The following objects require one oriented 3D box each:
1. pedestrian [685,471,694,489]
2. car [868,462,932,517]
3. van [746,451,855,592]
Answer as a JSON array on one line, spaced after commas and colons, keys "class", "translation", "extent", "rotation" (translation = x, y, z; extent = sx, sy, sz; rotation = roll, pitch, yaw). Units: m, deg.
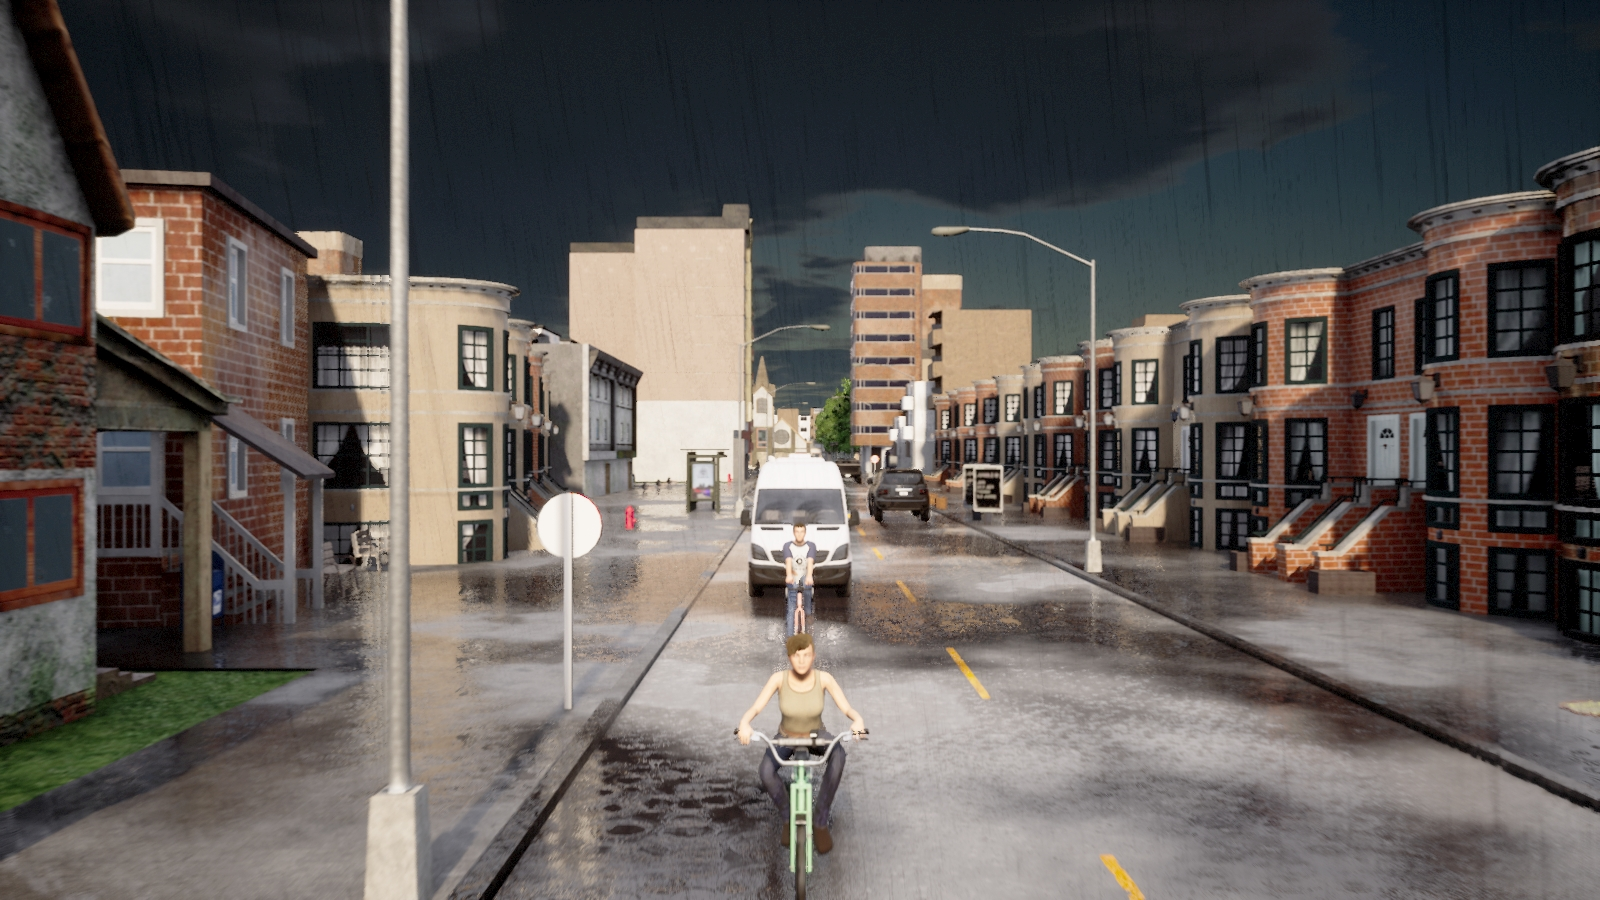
[{"class": "pedestrian", "translation": [-7.032, 1.908, 72.538], "extent": [0.500, 1.100, 0.500], "rotation": [0, 0, 7]}, {"class": "car", "translation": [4.003, 1.558, 46.702], "extent": [2.150, 2.045, 5.566], "rotation": [0, 0, 0]}, {"class": "van", "translation": [0.005, 1.315, 23.760], "extent": [1.988, 2.561, 5.915], "rotation": [0, 0, 0]}]
